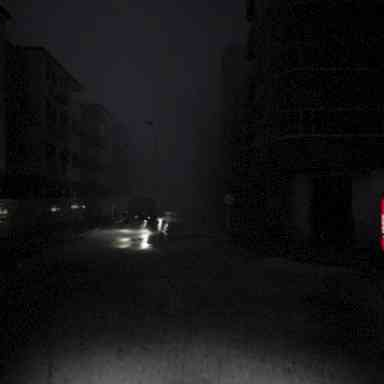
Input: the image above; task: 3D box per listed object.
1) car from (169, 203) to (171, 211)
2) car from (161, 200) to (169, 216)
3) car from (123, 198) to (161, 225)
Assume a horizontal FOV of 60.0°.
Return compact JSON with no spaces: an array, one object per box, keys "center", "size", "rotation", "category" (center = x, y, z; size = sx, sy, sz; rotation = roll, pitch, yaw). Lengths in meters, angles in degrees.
[{"center":[-4.026,1.973,47.274],"size":[1.837,1.490,4.892],"rotation":[0,-1,0],"category":"car"},{"center":[-4.055,1.846,37.150],"size":[1.882,1.535,5.008],"rotation":[0,-1,0],"category":"car"},{"center":[-4.077,1.491,27.135],"size":[2.150,2.045,5.566],"rotation":[0,-1,0],"category":"car"}]
